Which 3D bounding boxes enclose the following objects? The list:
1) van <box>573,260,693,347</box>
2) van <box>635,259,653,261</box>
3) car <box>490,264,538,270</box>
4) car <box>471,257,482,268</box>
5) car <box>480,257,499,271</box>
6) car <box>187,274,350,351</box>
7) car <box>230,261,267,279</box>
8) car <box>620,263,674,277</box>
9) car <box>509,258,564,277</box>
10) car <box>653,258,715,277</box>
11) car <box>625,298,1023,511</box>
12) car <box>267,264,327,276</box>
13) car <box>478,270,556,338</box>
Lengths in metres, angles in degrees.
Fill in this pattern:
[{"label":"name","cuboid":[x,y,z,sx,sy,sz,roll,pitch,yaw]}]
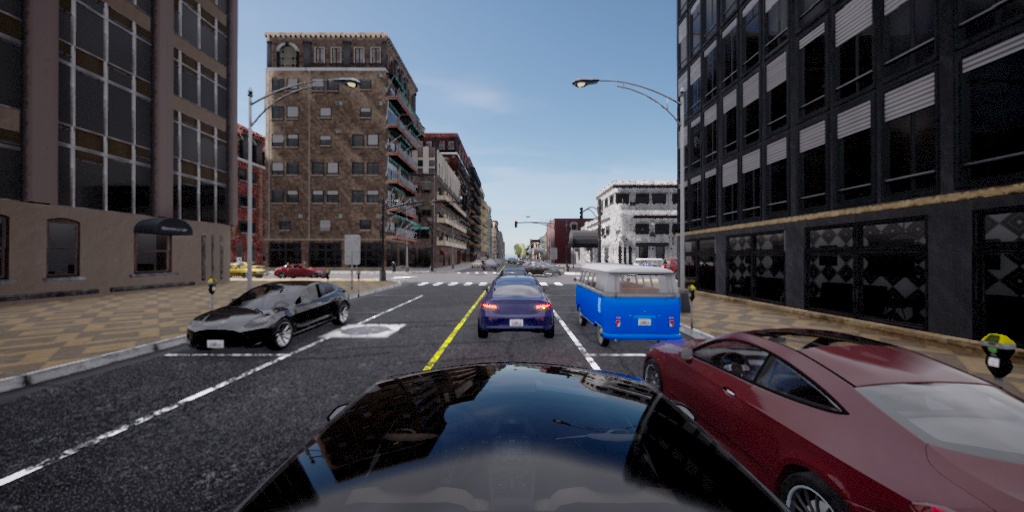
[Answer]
[{"label":"van","cuboid":[2.655,1.089,9.031,1.690,1.789,3.998,0,0,0]},{"label":"van","cuboid":[14.887,1.163,38.299,3.998,1.789,1.690,0,0,0]},{"label":"car","cuboid":[0.088,1.312,18.482,1.994,1.385,4.181,0,0,0]},{"label":"car","cuboid":[-5.706,1.298,59.183,1.751,1.417,4.829,0,0,0]},{"label":"car","cuboid":[-3.116,1.290,50.273,1.812,1.442,4.674,0,0,0]},{"label":"car","cuboid":[-5.692,1.314,9.055,1.948,1.339,4.313,0,0,0]},{"label":"car","cuboid":[-22.967,1.207,29.818,4.829,1.417,1.751,0,0,0]},{"label":"car","cuboid":[13.394,1.406,35.728,4.718,1.301,1.895,0,0,1]},{"label":"car","cuboid":[2.601,1.258,34.525,4.902,1.511,2.128,0,0,36]},{"label":"car","cuboid":[14.912,1.098,29.919,5.009,1.841,2.192,0,0,0]},{"label":"car","cuboid":[2.657,1.332,3.342,1.802,1.307,4.207,0,0,0]},{"label":"car","cuboid":[-17.474,1.274,29.833,4.207,1.307,1.802,0,0,0]},{"label":"car","cuboid":[0.099,1.274,10.031,1.812,1.442,4.674,0,0,0]}]
